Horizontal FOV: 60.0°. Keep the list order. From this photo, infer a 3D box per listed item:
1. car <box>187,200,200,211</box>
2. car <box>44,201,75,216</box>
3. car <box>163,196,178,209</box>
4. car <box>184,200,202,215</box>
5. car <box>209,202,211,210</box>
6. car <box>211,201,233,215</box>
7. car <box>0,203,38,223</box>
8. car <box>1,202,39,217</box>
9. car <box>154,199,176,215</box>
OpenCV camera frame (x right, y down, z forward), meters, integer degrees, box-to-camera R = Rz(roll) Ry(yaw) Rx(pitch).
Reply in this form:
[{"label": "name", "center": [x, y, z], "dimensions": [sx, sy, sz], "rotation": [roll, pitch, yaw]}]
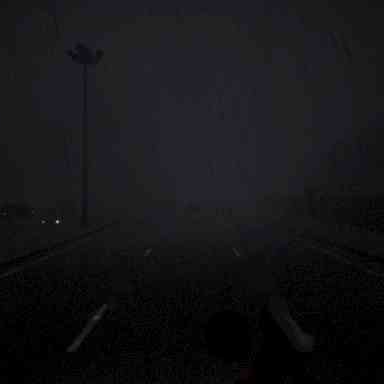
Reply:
[{"label": "car", "center": [0.182, 1.933, 49.391], "dimensions": [1.837, 1.490, 4.892], "rotation": [0, 0, 0]}, {"label": "car", "center": [-14.954, 1.804, 37.692], "dimensions": [1.882, 1.535, 5.008], "rotation": [0, 0, 1]}, {"label": "car", "center": [-3.317, 1.650, 49.447], "dimensions": [2.150, 2.045, 5.566], "rotation": [0, 0, 0]}, {"label": "car", "center": [0.108, 1.831, 39.057], "dimensions": [2.128, 1.511, 4.902], "rotation": [0, 0, 0]}, {"label": "car", "center": [3.682, 1.992, 49.368], "dimensions": [1.994, 1.385, 4.181], "rotation": [0, 0, 0]}, {"label": "car", "center": [3.607, 1.816, 38.952], "dimensions": [1.882, 1.535, 5.008], "rotation": [0, 0, 0]}, {"label": "car", "center": [-15.055, 1.731, 27.636], "dimensions": [2.128, 1.511, 4.902], "rotation": [0, 0, 0]}, {"label": "car", "center": [-18.480, 1.876, 35.976], "dimensions": [1.994, 1.385, 4.181], "rotation": [0, 0, 1]}, {"label": "car", "center": [-3.392, 1.887, 39.115], "dimensions": [2.033, 1.411, 5.357], "rotation": [0, 0, 0]}]
